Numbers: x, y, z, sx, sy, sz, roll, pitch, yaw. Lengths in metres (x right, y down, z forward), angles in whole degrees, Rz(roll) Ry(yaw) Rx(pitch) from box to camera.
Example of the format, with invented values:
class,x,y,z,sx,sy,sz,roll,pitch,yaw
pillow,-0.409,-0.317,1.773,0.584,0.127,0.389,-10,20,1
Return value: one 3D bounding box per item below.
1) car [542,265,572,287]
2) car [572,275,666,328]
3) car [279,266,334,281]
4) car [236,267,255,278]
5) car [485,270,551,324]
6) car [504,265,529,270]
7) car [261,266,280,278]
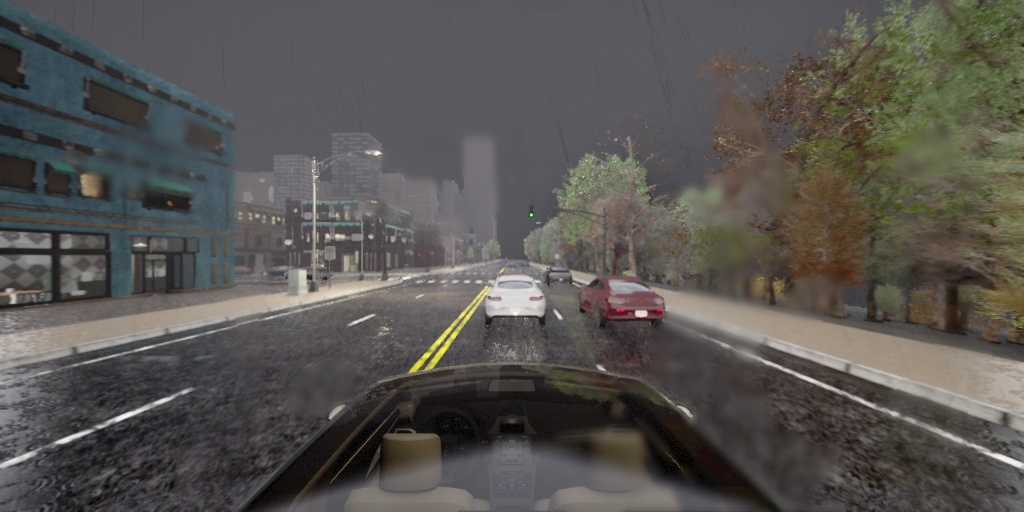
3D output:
class,x,y,z,sx,sy,sz,roll,pitch,yaw
car,3.352,1.430,26.921,2.128,1.511,4.902,0,0,0
car,3.349,1.349,11.626,1.812,1.442,4.674,0,0,0
car,-19.945,1.821,35.417,4.313,1.339,1.948,0,0,0
car,-33.814,1.977,43.936,4.207,1.307,1.802,0,0,0
car,0.101,1.354,12.210,1.812,1.442,4.674,0,-1,0
car,0.101,1.539,26.890,1.895,1.301,4.718,0,0,0
car,-28.278,1.882,43.929,4.403,1.370,2.007,0,0,0
